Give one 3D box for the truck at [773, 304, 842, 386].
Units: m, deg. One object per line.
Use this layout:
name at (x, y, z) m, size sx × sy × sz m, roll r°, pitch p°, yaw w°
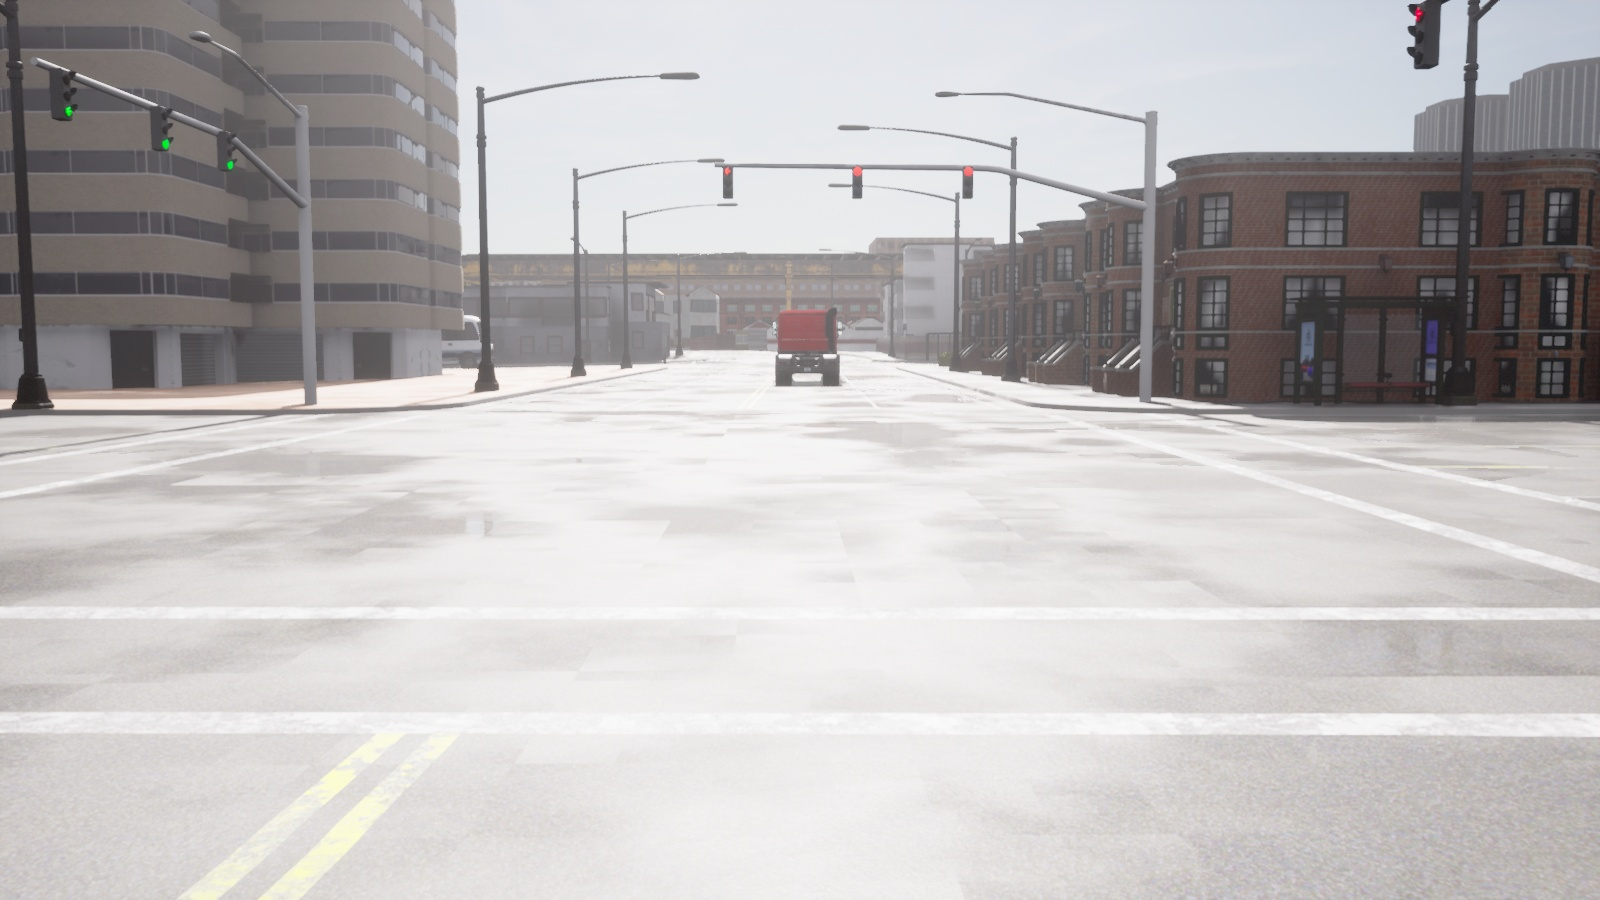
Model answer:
truck at (0.341, -4.744, 56.879) m, size 2.891 × 3.462 × 7.936 m, roll 0°, pitch 5°, yaw 0°
